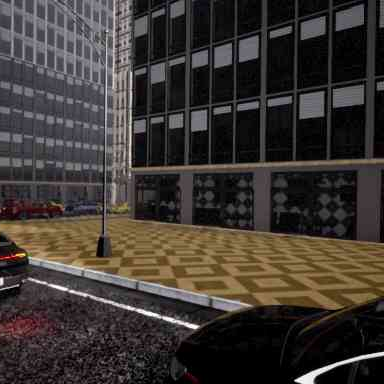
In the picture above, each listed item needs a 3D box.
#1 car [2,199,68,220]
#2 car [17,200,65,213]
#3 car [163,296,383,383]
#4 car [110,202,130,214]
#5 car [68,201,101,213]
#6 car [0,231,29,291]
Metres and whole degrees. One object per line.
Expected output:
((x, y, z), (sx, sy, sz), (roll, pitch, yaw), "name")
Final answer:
((-14.164, 1.519, 29.664), (2.192, 1.841, 5.009), (1, 0, 37), "car")
((-17.629, 1.643, 39.051), (1.752, 1.417, 4.829), (1, 0, 37), "car")
((1.986, 1.505, 2.258), (4.892, 1.490, 1.837), (0, 0, 36), "car")
((-7.334, 1.830, 38.851), (1.752, 1.417, 4.829), (1, 0, 37), "car")
((-13.254, 1.757, 40.577), (1.994, 1.385, 4.181), (1, 0, 37), "car")
((-5.731, 1.500, 7.801), (4.892, 1.490, 1.837), (0, 0, 36), "car")
